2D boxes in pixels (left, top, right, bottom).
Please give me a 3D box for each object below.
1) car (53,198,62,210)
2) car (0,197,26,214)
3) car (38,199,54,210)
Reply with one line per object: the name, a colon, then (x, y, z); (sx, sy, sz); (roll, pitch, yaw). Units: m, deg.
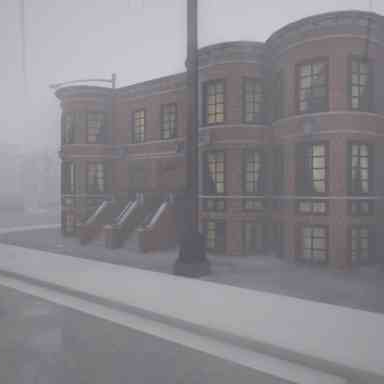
car: (-14.194, 1.601, 41.171); (1.895, 1.301, 4.718); (0, 0, 36)
car: (-19.473, 1.352, 33.762); (2.097, 1.767, 4.553); (0, 0, 35)
car: (-17.260, 1.478, 42.899); (1.882, 1.535, 5.008); (0, 0, 35)
